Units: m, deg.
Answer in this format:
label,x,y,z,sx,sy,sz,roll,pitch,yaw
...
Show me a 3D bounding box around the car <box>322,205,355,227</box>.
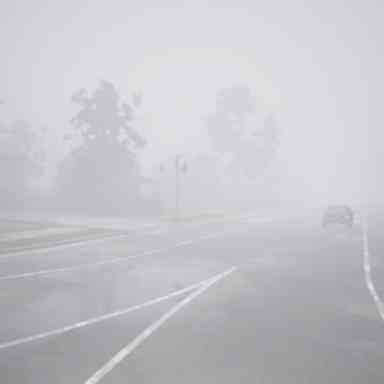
label,x,y,z,sx,sy,sz,roll,pitch,yaw
car,10.403,1.629,23.562,2.033,1.411,5.357,1,0,27
